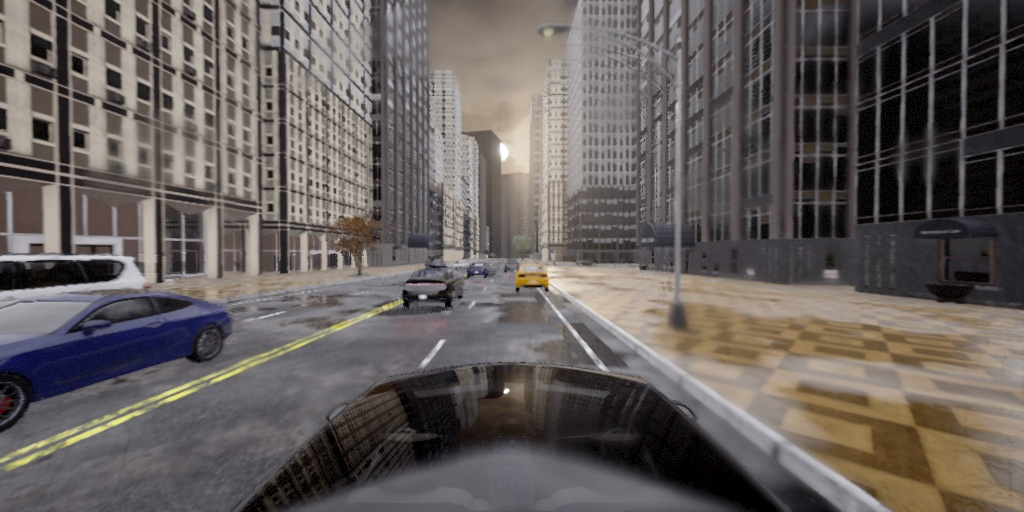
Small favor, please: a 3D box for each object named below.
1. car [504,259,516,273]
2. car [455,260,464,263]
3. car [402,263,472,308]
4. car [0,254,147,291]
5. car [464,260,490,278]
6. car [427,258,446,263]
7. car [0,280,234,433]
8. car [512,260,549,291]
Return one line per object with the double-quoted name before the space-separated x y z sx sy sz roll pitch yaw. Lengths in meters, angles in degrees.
"car" 0.017 1.242 43.986 2.128 1.511 4.902 0 0 0
"car" -6.580 1.276 46.475 1.812 1.442 4.674 0 0 0
"car" -3.154 1.241 15.113 2.128 1.511 4.902 0 0 0
"car" -9.847 0.970 6.419 2.150 2.045 5.566 0 0 0
"car" -3.159 1.276 34.306 1.812 1.442 4.674 0 0 0
"car" -9.830 1.103 46.630 2.097 1.767 4.553 0 0 0
"car" -6.598 1.275 5.478 1.812 1.442 4.674 0 0 0
"car" 1.132 1.228 21.671 1.882 1.535 5.008 0 0 0
